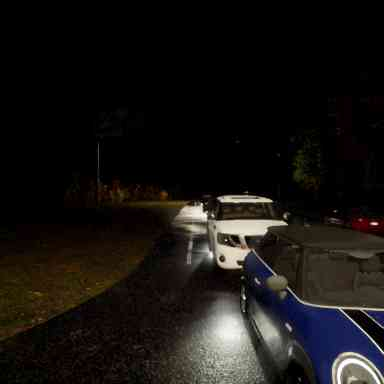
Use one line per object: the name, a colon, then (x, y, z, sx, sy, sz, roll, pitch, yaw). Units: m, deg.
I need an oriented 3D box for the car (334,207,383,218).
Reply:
car: (8.761, 1.470, 17.909, 1.994, 1.385, 4.181, 0, 0, 1)

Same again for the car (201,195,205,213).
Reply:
car: (2.005, 1.327, 33.845, 1.837, 1.490, 4.892, 0, 0, 1)

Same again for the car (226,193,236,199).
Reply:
car: (9.741, 1.032, 83.890, 1.882, 1.535, 5.008, 0, 0, 1)

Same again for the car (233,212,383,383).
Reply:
car: (1.934, 1.338, 4.198, 2.097, 1.767, 4.553, 0, 0, -1)

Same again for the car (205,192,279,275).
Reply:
car: (1.666, 1.160, 10.542, 2.150, 2.045, 5.566, 0, 0, 1)

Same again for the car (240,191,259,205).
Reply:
car: (9.300, 0.945, 54.022, 2.150, 2.045, 5.566, 0, 0, 1)
